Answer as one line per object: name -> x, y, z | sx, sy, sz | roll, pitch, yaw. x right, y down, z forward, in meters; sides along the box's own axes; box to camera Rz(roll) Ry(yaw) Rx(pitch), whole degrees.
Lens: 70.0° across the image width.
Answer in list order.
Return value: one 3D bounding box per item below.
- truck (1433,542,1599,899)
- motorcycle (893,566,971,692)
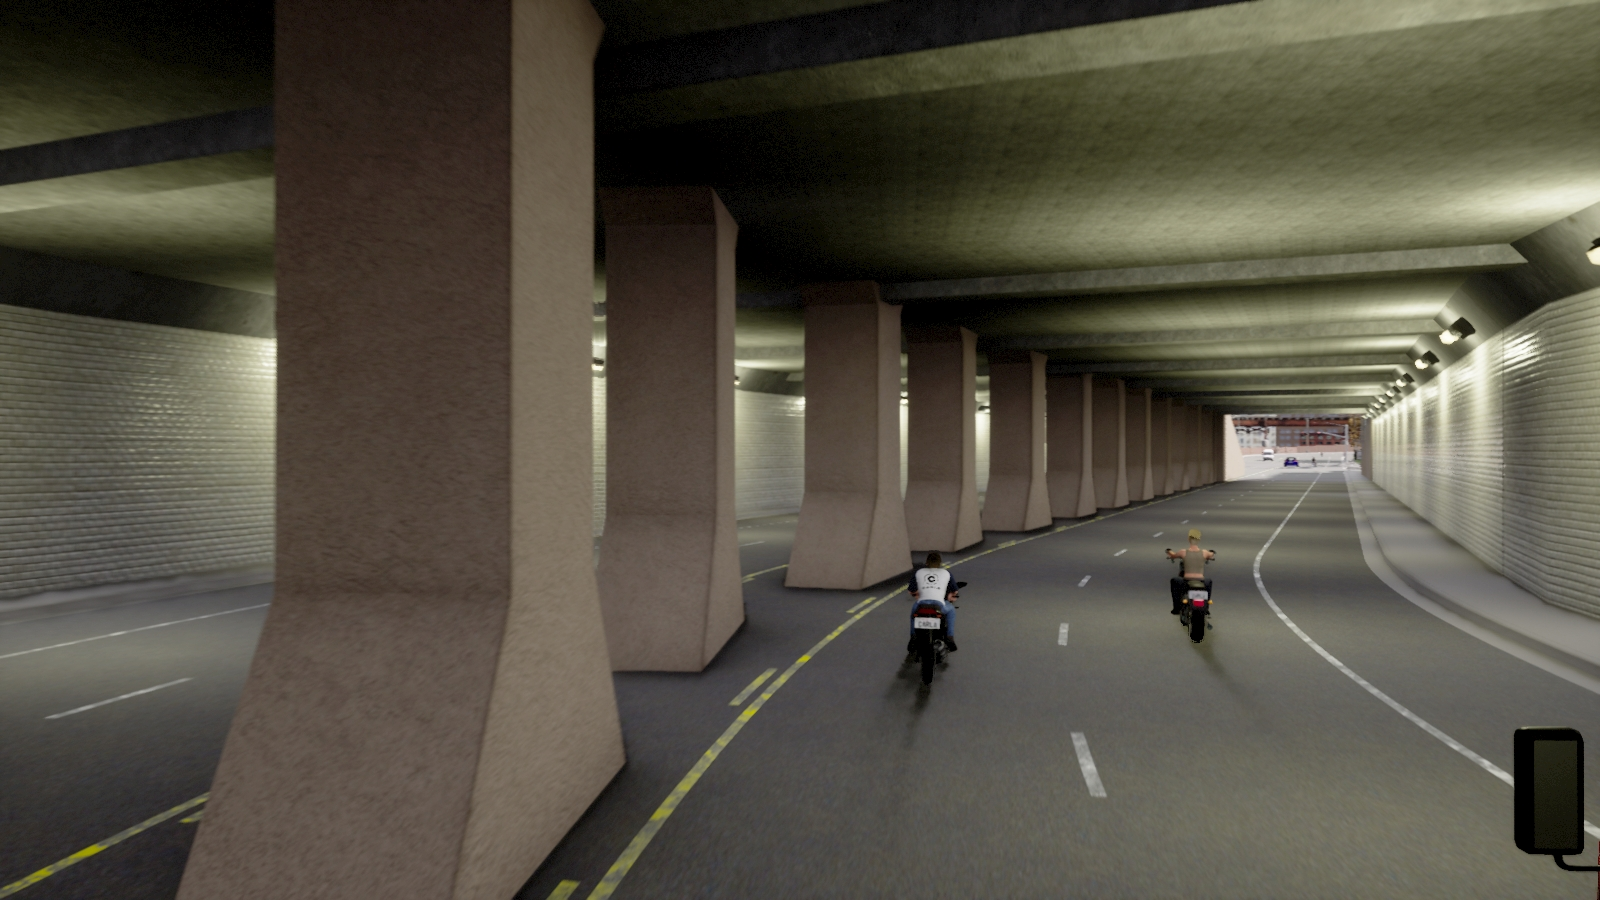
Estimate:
truck -> 3.572, 1.569, 1.597 | 2.627, 2.467, 5.204 | 0, 0, 2
motorcycle -> 1.676, 2.175, 14.253 | 0.803, 1.224, 2.033 | 0, 0, 11
